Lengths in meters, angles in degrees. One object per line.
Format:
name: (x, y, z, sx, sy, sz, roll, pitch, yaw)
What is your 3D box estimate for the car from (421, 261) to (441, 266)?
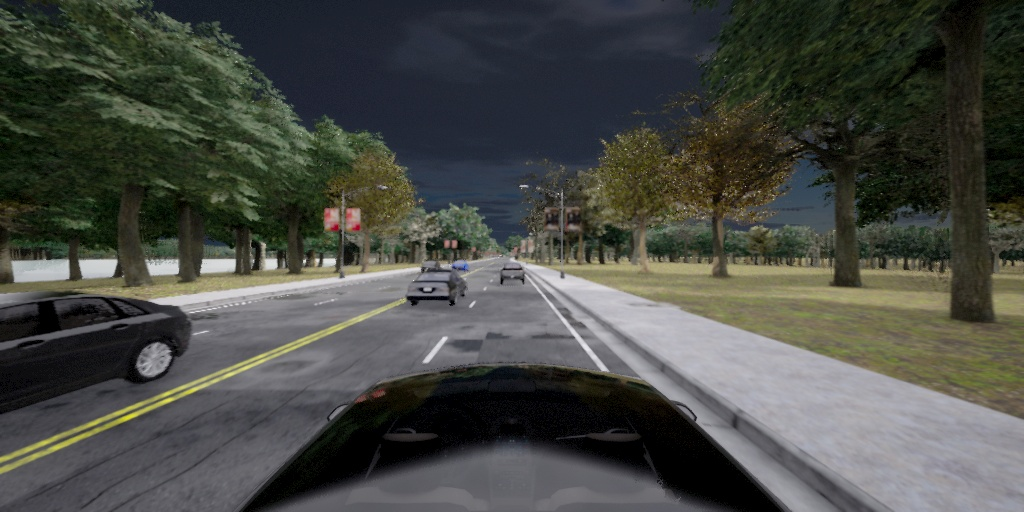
car: (-10.011, 1.333, 44.517, 1.837, 1.490, 4.892, 0, 0, 0)

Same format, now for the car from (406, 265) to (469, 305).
car: (-3.170, 1.311, 15.960, 2.033, 1.411, 5.357, 0, 0, 0)

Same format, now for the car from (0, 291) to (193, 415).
car: (-6.601, 1.257, 4.328, 1.837, 1.490, 4.892, 0, 0, 0)

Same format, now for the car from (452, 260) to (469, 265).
car: (-6.770, 1.313, 46.990, 1.882, 1.535, 5.008, 0, 0, 0)

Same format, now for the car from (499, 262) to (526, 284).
car: (0.033, 1.281, 27.768, 2.128, 1.511, 4.902, 0, 0, 0)
